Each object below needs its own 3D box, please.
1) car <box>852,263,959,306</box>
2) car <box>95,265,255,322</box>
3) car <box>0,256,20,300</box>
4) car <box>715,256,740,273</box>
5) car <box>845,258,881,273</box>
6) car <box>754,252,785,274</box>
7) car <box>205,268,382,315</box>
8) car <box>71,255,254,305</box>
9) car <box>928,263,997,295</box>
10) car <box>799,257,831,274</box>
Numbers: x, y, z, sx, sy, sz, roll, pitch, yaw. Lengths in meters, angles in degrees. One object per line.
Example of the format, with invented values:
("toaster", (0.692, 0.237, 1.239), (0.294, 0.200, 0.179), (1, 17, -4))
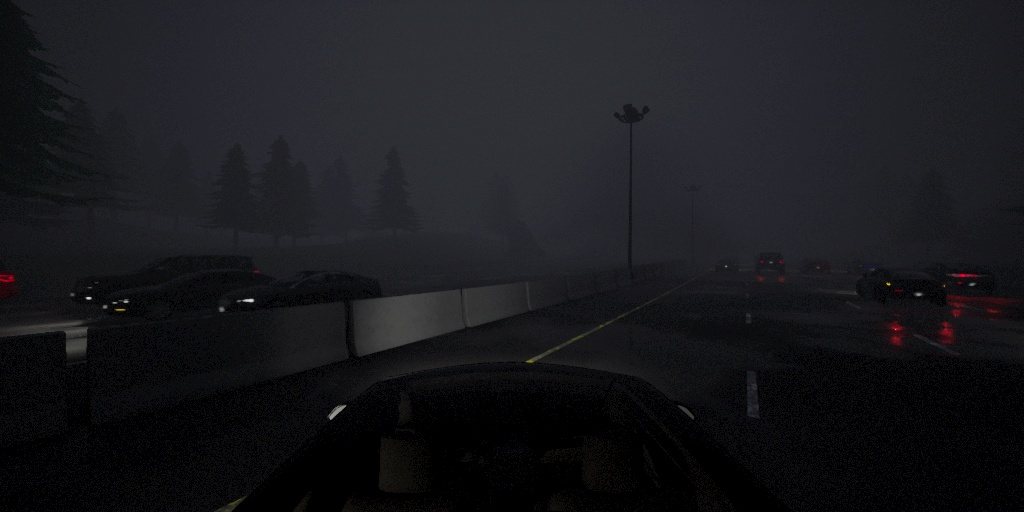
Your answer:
("car", (16.439, 1.203, 15.301), (1.812, 1.442, 4.674), (0, 1, 33))
("car", (-10.627, 1.246, 12.568), (1.837, 1.490, 4.892), (0, 0, 33))
("car", (-19.940, 0.952, 11.088), (2.150, 2.045, 5.566), (0, 0, 33))
("car", (22.170, 0.955, 36.954), (1.994, 1.385, 4.181), (0, 1, 33))
("car", (31.255, 0.915, 31.664), (1.812, 1.442, 4.674), (0, 1, 33))
("car", (24.727, 0.628, 34.463), (2.150, 2.045, 5.566), (0, 1, 33))
("car", (-6.772, 1.232, 12.074), (2.128, 1.511, 4.902), (0, 0, 33))
("car", (-13.503, 0.960, 14.565), (2.150, 2.045, 5.566), (0, 0, 33))
("car", (22.923, 1.106, 18.852), (2.128, 1.511, 4.902), (0, 1, 33))
("car", (28.524, 0.858, 33.883), (1.882, 1.535, 5.008), (0, 0, 33))
